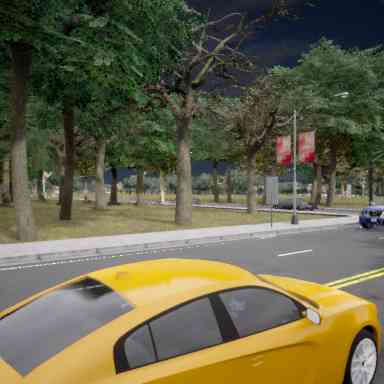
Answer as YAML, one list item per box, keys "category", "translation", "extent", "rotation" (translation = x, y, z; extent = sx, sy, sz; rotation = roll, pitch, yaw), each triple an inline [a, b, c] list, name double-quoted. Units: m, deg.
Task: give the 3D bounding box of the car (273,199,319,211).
- category: "car"
  translation: [12.106, 1.533, 39.119]
  extent: [2.033, 1.411, 5.357]
  rotation: [0, 0, -36]

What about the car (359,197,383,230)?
- category: "car"
  translation: [12.563, 1.228, 20.179]
  extent: [5.566, 2.045, 2.150]
  rotation: [0, 0, -32]

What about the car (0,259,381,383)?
- category: "car"
  translation: [0.054, 1.478, 3.480]
  extent: [5.008, 1.535, 1.882]
  rotation: [0, 0, -36]

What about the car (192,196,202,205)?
- category: "car"
  translation: [-0.313, 1.472, 56.555]
  extent: [1.837, 1.490, 4.892]
  rotation: [0, 0, -35]
